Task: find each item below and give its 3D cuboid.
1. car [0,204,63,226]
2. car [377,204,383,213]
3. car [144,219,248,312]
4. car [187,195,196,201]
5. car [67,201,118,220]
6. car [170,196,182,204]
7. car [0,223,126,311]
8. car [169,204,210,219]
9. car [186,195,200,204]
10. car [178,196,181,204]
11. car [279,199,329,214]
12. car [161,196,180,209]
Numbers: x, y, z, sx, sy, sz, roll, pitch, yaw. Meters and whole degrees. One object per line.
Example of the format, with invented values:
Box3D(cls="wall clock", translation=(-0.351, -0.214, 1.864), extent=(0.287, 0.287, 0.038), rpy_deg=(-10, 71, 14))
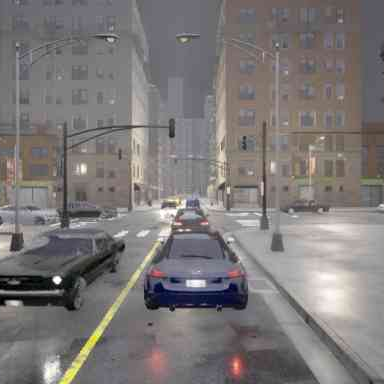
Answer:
Box3D(cls="car", translation=(-11.594, 1.563, 23.017), extent=(4.674, 1.442, 1.812), rpy_deg=(0, 0, 4))
Box3D(cls="car", translation=(21.170, 1.435, 33.377), extent=(4.674, 1.442, 1.812), rpy_deg=(0, 0, 0))
Box3D(cls="car", translation=(0.084, 1.564, 7.807), extent=(1.994, 1.385, 4.181), rpy_deg=(0, 0, 0))
Box3D(cls="car", translation=(-0.097, 1.581, 84.230), extent=(2.128, 1.511, 4.902), rpy_deg=(0, 0, 0))
Box3D(cls="car", translation=(-8.515, 1.516, 27.038), extent=(4.902, 1.511, 2.128), rpy_deg=(0, 0, -8))
Box3D(cls="car", translation=(-3.074, 1.586, 65.778), extent=(2.033, 1.411, 5.357), rpy_deg=(0, 0, 1))
Box3D(cls="car", translation=(-2.992, 1.601, 7.904), extent=(1.895, 1.301, 4.718), rpy_deg=(0, 0, 2))
Box3D(cls="car", translation=(-0.085, 1.525, 16.551), extent=(1.812, 1.442, 4.674), rpy_deg=(0, 0, -1))
Box3D(cls="car", translation=(0.109, 1.498, 48.858), extent=(1.882, 1.535, 5.008), rpy_deg=(0, 0, 0))
Box3D(cls="car", translation=(-3.098, 1.505, 55.140), extent=(1.882, 1.535, 5.008), rpy_deg=(0, 0, 0))
Box3D(cls="car", translation=(11.161, 1.449, 33.319), extent=(4.892, 1.490, 1.837), rpy_deg=(0, 0, 0))
Box3D(cls="car", translation=(-3.072, 1.617, 44.848), extent=(1.895, 1.301, 4.718), rpy_deg=(0, 0, 0))
